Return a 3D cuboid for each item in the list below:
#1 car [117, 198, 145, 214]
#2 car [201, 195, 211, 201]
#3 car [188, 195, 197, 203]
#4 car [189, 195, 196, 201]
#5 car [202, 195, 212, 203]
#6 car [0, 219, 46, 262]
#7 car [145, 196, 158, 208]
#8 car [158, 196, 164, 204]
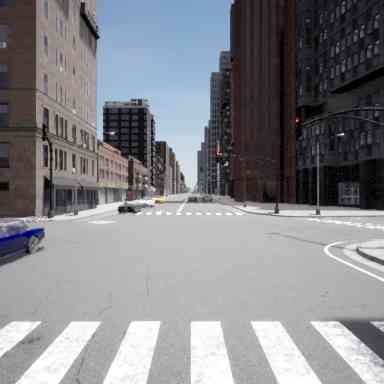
[{"bbox_3d":[-6.544,1.607,35.203,1.895,1.301,4.718,0,0,0],"label":"car"},{"bbox_3d":[3.372,1.498,81.404,2.128,1.511,4.902,0,0,0],"label":"car"},{"bbox_3d":[0.107,1.484,70.989,1.882,1.535,5.008,0,0,0],"label":"car"},{"bbox_3d":[0.122,1.451,81.408,1.882,1.535,5.008,0,0,0],"label":"car"},{"bbox_3d":[3.357,1.531,70.984,2.128,1.511,4.902,0,0,0],"label":"car"},{"bbox_3d":[-6.554,1.578,10.528,1.895,1.301,4.718,1,1,0],"label":"car"},{"bbox_3d":[-6.519,1.535,49.064,1.812,1.442,4.674,0,0,0],"label":"car"},{"bbox_3d":[-6.445,1.487,64.466,1.882,1.535,5.008,0,0,0],"label":"car"}]
